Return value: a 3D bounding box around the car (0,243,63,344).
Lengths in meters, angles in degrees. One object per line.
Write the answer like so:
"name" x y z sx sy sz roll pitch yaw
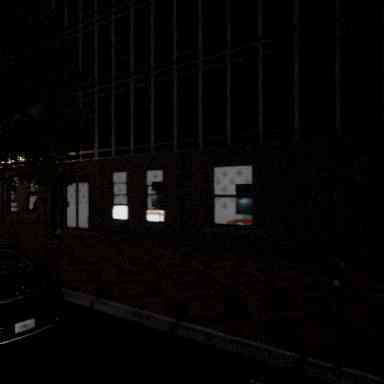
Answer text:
"car" -4.005 1.555 5.717 4.403 1.369 2.008 0 0 35
